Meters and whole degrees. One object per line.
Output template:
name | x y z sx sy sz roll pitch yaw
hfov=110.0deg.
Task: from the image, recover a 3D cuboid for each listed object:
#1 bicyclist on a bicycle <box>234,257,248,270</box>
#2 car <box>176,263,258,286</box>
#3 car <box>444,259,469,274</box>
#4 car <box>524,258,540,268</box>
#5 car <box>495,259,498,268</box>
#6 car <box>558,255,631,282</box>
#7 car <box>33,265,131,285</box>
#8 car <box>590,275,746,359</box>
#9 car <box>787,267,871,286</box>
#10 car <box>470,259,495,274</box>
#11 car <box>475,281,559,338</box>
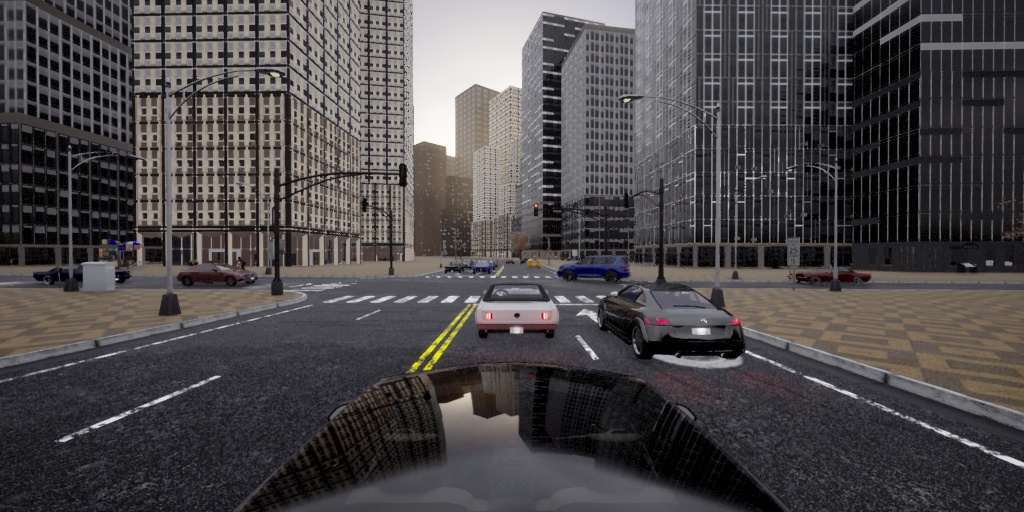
bicyclist on a bicycle | -24.667 0.872 32.595 0.582 1.620 1.656 0 1 1
car | -19.457 1.194 23.724 4.674 1.442 1.812 0 0 1
car | -6.549 1.321 41.403 1.895 1.301 4.718 0 0 0
car | 3.419 1.166 58.309 1.882 1.535 5.008 0 0 0
car | -3.285 1.230 50.074 1.812 1.442 4.674 0 0 0
car | 6.387 0.973 27.974 5.566 2.045 2.150 0 1 26
car | -28.566 1.227 23.965 4.718 1.301 1.895 0 0 1
car | 3.363 1.312 8.403 1.994 1.385 4.181 0 0 0
car | 22.945 1.439 26.119 4.718 1.301 1.895 0 0 1
car | -3.298 1.199 40.730 1.882 1.535 5.008 0 0 0
car | 0.110 1.348 10.120 1.895 1.301 4.718 0 0 0
